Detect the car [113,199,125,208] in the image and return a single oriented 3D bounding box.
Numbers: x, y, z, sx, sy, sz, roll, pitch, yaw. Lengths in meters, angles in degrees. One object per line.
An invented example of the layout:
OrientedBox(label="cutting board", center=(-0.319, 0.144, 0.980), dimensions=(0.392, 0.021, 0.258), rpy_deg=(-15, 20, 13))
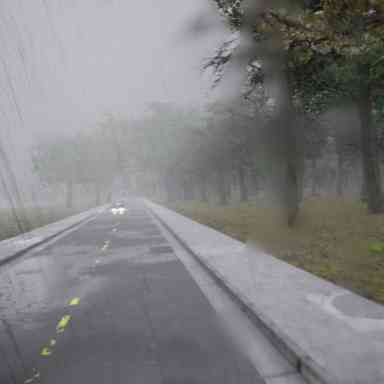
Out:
OrientedBox(label="car", center=(-12.456, 1.931, 56.695), dimensions=(2.128, 1.511, 4.902), rpy_deg=(-3, 0, -10))
